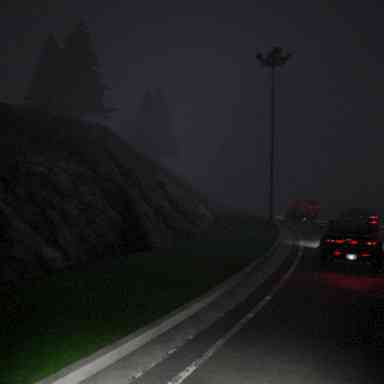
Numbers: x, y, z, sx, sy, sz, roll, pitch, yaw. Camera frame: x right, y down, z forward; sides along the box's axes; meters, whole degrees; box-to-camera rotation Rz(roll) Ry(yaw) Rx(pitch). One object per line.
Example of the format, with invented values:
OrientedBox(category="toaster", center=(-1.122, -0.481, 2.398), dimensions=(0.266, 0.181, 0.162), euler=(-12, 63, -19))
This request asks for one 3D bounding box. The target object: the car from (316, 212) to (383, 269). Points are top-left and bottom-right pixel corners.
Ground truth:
OrientedBox(category="car", center=(5.658, 1.709, 12.147), dimensions=(1.837, 1.490, 4.892), euler=(1, 0, 22))

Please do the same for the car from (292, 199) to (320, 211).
OrientedBox(category="car", center=(13.532, 1.818, 40.219), dimensions=(2.150, 2.045, 5.566), euler=(1, -1, 1))

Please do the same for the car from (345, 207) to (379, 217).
OrientedBox(category="car", center=(12.716, 1.946, 25.570), dimensions=(1.837, 1.490, 4.892), euler=(1, 0, 10))

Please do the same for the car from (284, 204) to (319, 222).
OrientedBox(category="car", center=(9.878, 2.052, 30.906), dimensions=(1.895, 1.301, 4.718), euler=(1, -1, 4))
